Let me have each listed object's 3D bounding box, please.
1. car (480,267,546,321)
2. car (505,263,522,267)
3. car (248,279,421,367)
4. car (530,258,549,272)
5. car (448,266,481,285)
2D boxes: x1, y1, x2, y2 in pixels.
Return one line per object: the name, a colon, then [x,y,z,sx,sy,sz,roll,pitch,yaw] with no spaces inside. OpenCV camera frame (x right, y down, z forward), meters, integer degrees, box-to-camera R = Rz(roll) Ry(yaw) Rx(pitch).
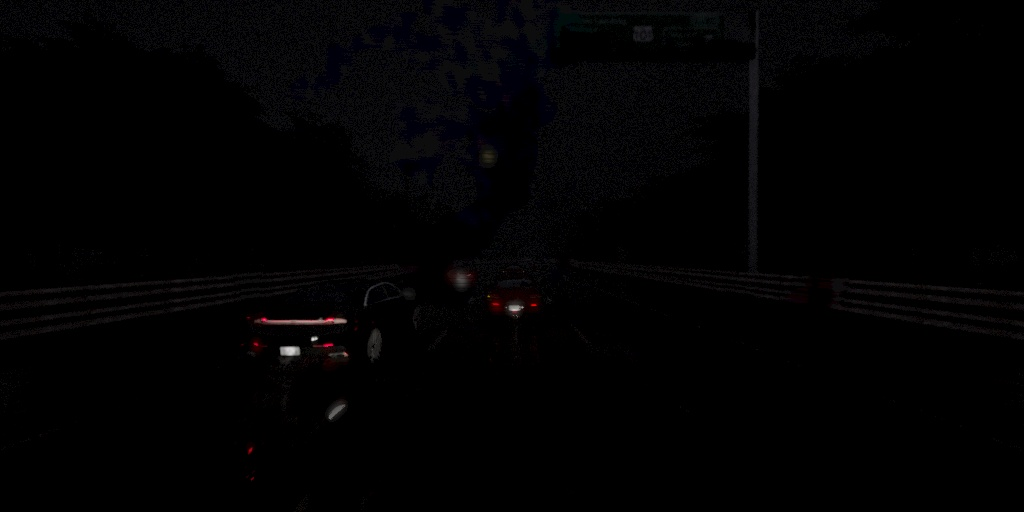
car: [0.086,1.280,12.267,1.812,1.442,4.674,0,0,0]
car: [0.120,1.315,28.846,1.812,1.442,4.674,0,0,0]
car: [-3.399,1.242,7.918,2.128,1.511,4.902,0,0,0]
car: [3.793,1.347,49.586,2.128,1.511,4.902,0,0,2]
car: [-3.391,1.383,26.385,1.895,1.301,4.718,0,0,0]
